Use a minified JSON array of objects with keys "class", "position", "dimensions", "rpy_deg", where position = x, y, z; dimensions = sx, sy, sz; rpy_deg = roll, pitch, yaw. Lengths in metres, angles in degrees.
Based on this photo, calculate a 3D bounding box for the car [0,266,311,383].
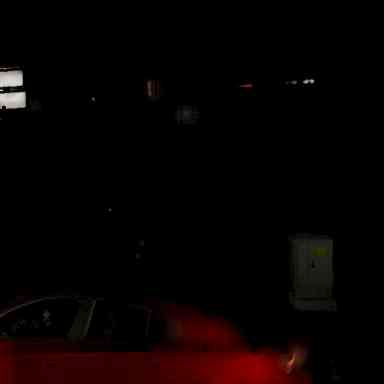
[{"class":"car","position":[-1.114,1.519,3.570],"dimensions":[4.507,1.381,1.887],"rpy_deg":[0,-1,8]}]
